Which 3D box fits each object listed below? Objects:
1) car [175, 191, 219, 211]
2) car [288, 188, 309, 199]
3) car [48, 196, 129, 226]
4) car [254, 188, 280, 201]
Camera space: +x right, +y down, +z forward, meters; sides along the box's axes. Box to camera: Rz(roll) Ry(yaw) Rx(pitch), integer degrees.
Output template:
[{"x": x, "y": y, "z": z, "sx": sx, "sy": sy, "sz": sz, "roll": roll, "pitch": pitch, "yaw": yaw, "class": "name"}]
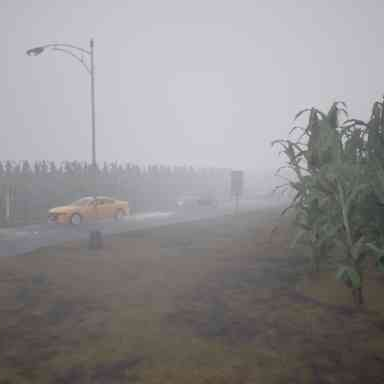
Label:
[{"x": 0.505, "y": 0.702, "z": 28.701, "sx": 2.128, "sy": 1.511, "sz": 4.902, "roll": 0, "pitch": 2, "yaw": 36, "class": "car"}, {"x": 13.673, "y": 0.093, "z": 41.762, "sx": 2.128, "sy": 1.511, "sz": 4.902, "roll": 0, "pitch": 2, "yaw": 36, "class": "car"}, {"x": -6.041, "y": 1.038, "z": 19.876, "sx": 1.882, "sy": 1.535, "sz": 5.008, "roll": 1, "pitch": 2, "yaw": 38, "class": "car"}, {"x": 9.253, "y": 0.235, "z": 40.540, "sx": 1.812, "sy": 1.442, "sz": 4.674, "roll": 1, "pitch": 2, "yaw": 37, "class": "car"}]
